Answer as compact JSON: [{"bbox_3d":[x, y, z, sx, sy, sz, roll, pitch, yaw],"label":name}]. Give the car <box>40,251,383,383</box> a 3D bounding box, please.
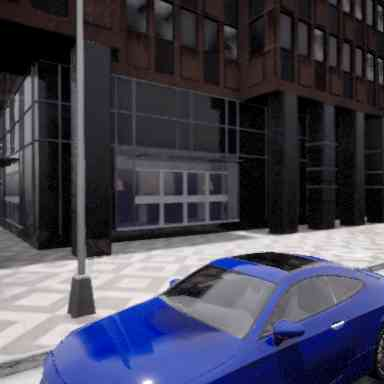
[{"bbox_3d":[0.757,1.520,3.919,4.674,1.442,1.812,0,0,-35],"label":"car"}]
